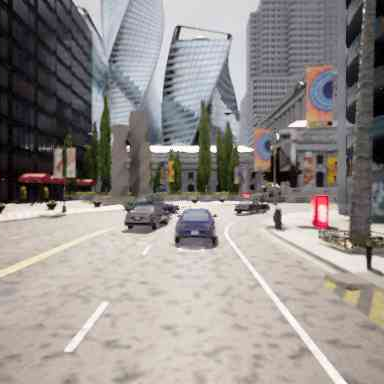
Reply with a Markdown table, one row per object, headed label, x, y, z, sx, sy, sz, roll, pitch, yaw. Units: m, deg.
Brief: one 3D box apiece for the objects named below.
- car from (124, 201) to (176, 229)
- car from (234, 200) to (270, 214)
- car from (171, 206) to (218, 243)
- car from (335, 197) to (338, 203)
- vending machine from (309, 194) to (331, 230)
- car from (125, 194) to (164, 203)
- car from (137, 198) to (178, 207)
| label | x | y | z | sx | sy | sz | roll | pitch | yaw |
| --- | --- | --- | --- | --- | --- | --- | --- | --- | --- |
| car | -2.749 | 1.548 | 21.566 | 2.033 | 1.411 | 5.357 | 0 | 0 | 9 |
| car | 6.413 | 1.549 | 35.226 | 2.033 | 1.411 | 5.357 | 0 | 0 | 36 |
| car | 0.256 | 1.526 | 16.099 | 1.812 | 1.442 | 4.674 | 0 | 0 | 3 |
| car | 28.754 | 1.229 | 59.839 | 5.566 | 2.045 | 2.150 | 0 | 0 | -7 |
| vending machine | 7.804 | 1.196 | 20.262 | 1.100 | 2.100 | 0.880 | 0 | 0 | 10 |
| car | -5.078 | 1.223 | 36.616 | 2.150 | 2.045 | 5.566 | 0 | 0 | 29 |
| car | -3.113 | 1.602 | 32.801 | 1.895 | 1.301 | 4.718 | 0 | 0 | 25 |
